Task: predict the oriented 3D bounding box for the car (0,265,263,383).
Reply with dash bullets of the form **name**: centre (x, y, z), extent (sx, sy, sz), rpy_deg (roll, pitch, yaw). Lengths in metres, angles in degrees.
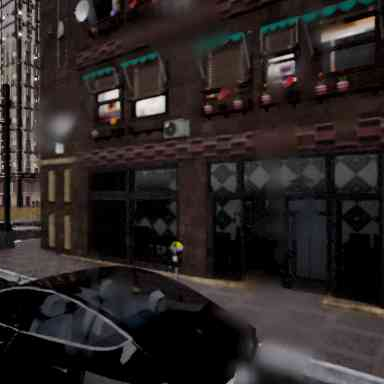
- **car**: centre (-1.334, 1.552, 3.836), extent (4.313, 1.339, 1.947), rpy_deg (0, 0, 36)
